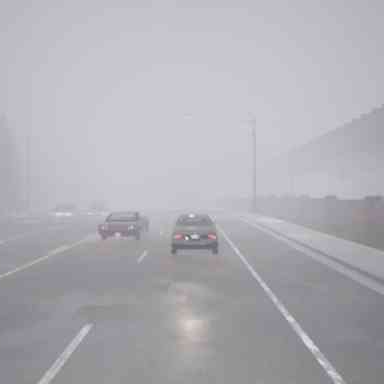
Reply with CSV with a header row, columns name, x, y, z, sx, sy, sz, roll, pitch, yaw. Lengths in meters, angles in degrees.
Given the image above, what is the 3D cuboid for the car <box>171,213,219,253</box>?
name,x,y,z,sx,sy,sz,roll,pitch,yaw
car,0.100,1.606,13.979,2.033,1.411,5.357,0,0,0

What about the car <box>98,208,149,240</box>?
name,x,y,z,sx,sy,sz,roll,pitch,yaw
car,-3.397,1.674,17.469,1.895,1.301,4.718,0,0,0

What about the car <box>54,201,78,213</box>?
name,x,y,z,sx,sy,sz,roll,pitch,yaw
car,-14.944,1.730,39.602,1.994,1.385,4.181,0,-1,-8

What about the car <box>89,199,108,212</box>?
name,x,y,z,sx,sy,sz,roll,pitch,yaw
car,-11.702,1.681,41.860,1.882,1.535,5.008,0,-1,-8
